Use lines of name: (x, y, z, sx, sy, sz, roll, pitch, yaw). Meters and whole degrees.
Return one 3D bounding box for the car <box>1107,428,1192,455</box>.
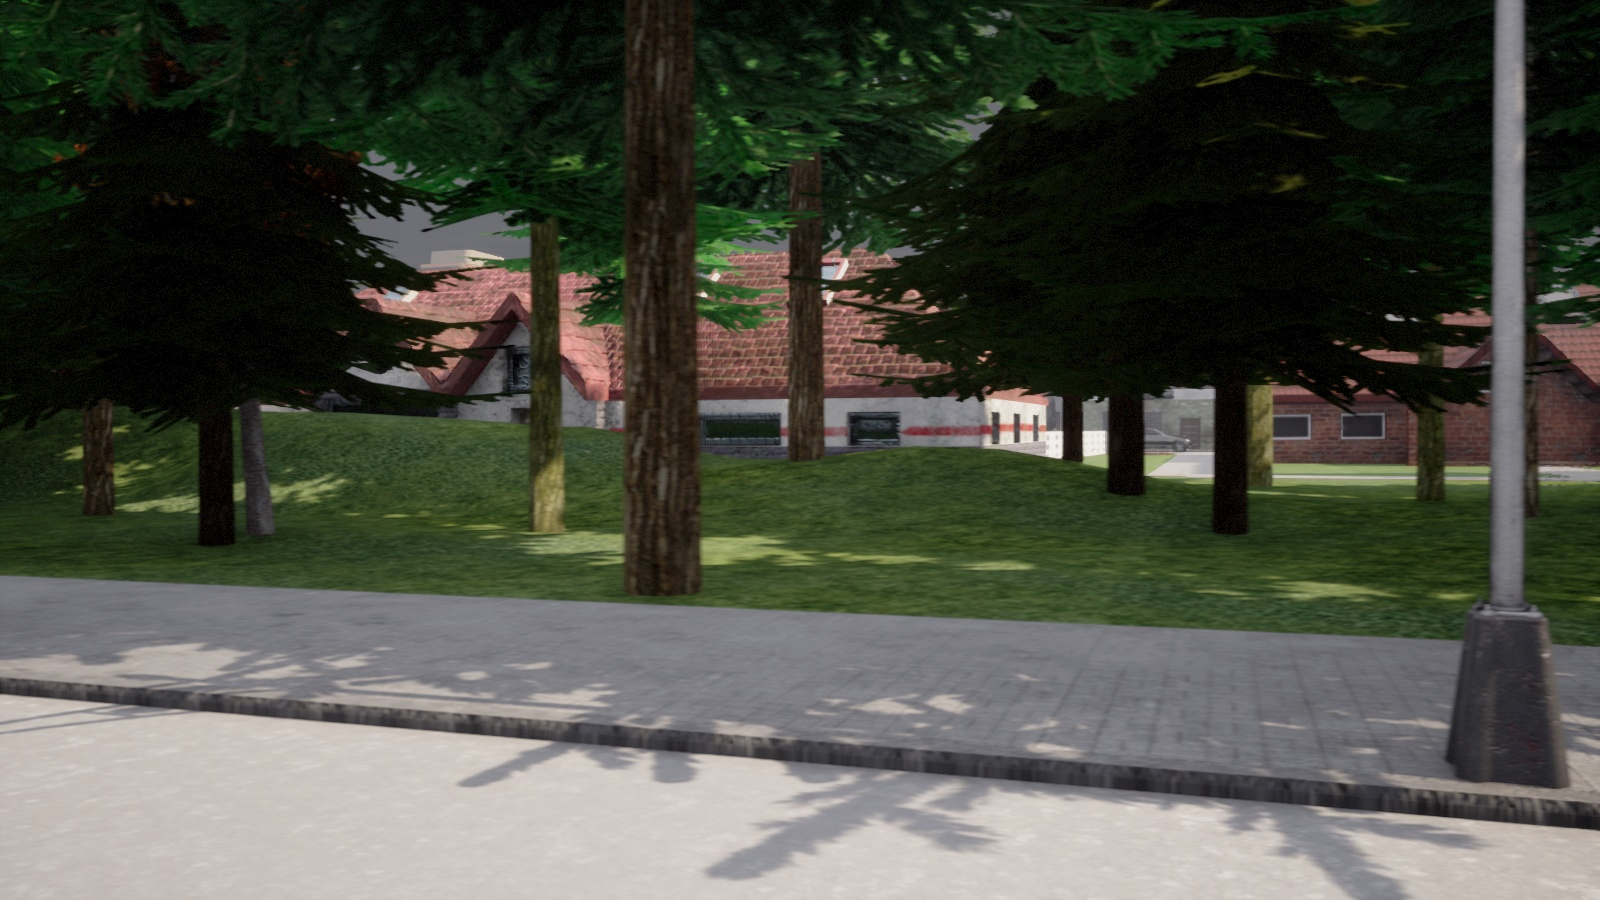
car: (21.948, -0.574, 78.806, 5.027, 1.651, 2.152, 1, 1, 19)
